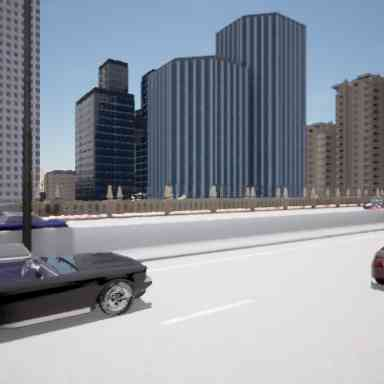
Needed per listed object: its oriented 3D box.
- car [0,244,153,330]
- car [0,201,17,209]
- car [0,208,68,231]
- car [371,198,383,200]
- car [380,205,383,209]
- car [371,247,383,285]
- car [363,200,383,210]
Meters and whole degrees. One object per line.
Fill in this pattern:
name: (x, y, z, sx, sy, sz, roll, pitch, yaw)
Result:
car: (-3.109, 1.601, 5.828, 4.718, 1.301, 1.895, 0, 0, -36)
car: (-11.247, 1.353, 17.466, 4.553, 1.767, 2.097, 0, 0, -36)
car: (-8.348, 1.601, 15.235, 4.718, 1.301, 1.895, 0, 0, -36)
car: (23.564, 1.495, 41.910, 4.902, 1.511, 2.128, 0, 0, -34)
car: (11.673, 1.493, 16.375, 4.902, 1.511, 2.128, 0, 0, -36)
car: (6.290, 1.564, 8.235, 4.181, 1.385, 1.994, 0, 0, -36)
car: (16.815, 1.602, 28.829, 4.718, 1.301, 1.895, 0, 0, -35)
